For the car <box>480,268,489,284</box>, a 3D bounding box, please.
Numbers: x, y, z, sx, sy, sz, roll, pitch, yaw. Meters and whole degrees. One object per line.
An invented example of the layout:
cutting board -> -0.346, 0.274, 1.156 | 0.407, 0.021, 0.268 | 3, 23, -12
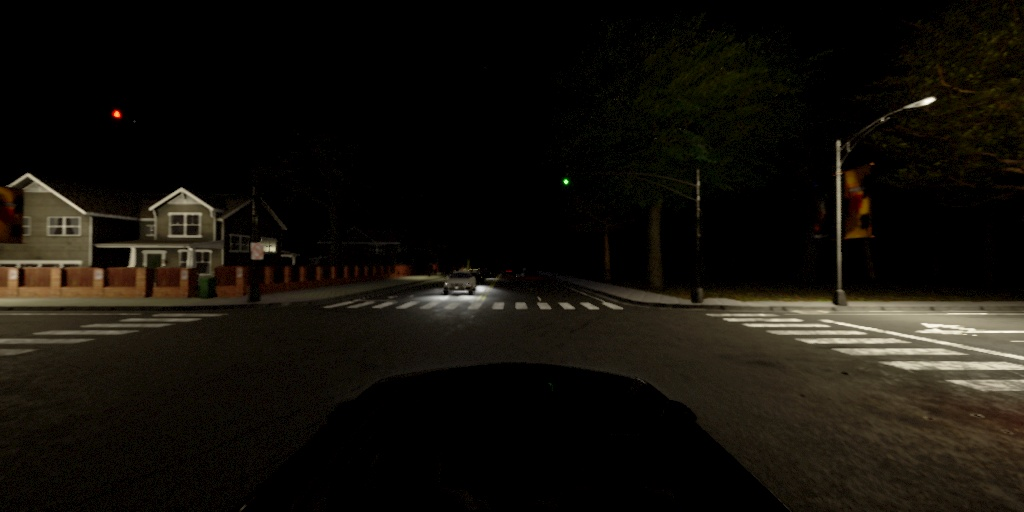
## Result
car -> -3.579, 2.077, 35.391 | 1.895, 1.301, 4.718 | 0, -1, 0

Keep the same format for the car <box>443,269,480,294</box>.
car -> -3.471, 1.756, 24.661 | 1.812, 1.442, 4.674 | 0, -1, -1

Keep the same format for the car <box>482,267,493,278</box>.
car -> -3.713, 2.322, 51.548 | 1.882, 1.535, 5.008 | 0, -2, 0

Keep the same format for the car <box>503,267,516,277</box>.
car -> -0.422, 2.418, 54.015 | 1.837, 1.490, 4.892 | 0, -1, -1

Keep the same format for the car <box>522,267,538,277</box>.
car -> 2.828, 2.419, 54.048 | 2.128, 1.511, 4.902 | 0, -1, -1
